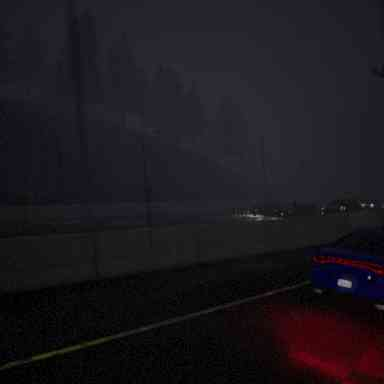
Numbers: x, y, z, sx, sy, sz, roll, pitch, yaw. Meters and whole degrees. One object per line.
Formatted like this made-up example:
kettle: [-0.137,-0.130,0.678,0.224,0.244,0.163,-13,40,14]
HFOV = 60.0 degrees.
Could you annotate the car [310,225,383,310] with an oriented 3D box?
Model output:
car: [4.676,1.480,7.453,5.008,1.535,1.882,0,0,-38]

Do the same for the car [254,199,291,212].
car: [9.994,1.578,41.080,2.033,1.411,5.357,0,0,43]

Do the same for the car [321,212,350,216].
car: [13.221,1.367,29.363,2.097,1.767,4.553,0,0,45]
